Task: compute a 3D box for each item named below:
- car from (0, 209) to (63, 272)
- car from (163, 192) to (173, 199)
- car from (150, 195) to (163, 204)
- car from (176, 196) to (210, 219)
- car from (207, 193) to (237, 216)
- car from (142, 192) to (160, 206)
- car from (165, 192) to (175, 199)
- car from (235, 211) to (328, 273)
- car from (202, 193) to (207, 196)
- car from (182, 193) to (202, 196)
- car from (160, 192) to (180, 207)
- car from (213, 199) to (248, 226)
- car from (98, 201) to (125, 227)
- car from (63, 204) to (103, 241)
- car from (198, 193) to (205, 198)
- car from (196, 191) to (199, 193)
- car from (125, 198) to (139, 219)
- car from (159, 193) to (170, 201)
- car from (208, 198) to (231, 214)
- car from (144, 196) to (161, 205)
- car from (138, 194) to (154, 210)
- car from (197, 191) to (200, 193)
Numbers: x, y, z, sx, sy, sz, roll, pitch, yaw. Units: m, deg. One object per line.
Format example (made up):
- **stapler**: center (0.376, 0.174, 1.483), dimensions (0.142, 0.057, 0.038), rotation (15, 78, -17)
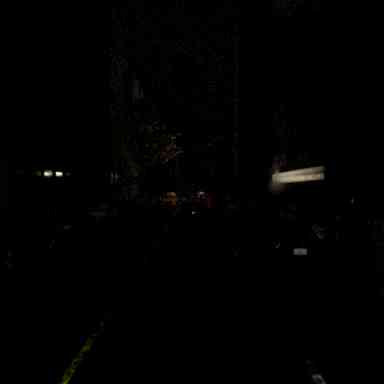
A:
- **car**: center (-5.861, 1.362, 10.247), dimensions (1.967, 1.590, 4.097), rotation (0, 0, 0)
- **car**: center (-5.898, 0.830, 83.560), dimensions (2.192, 1.841, 5.009), rotation (0, 0, 0)
- **car**: center (-5.884, 1.218, 55.363), dimensions (1.802, 1.307, 4.206), rotation (0, 0, 0)
- **car**: center (0.087, 1.303, 26.874), dimensions (2.128, 1.511, 4.902), rotation (0, 0, 0)
- **car**: center (2.656, 1.125, 27.163), dimensions (2.192, 1.841, 5.009), rotation (0, 0, 0)
- **car**: center (-5.878, 1.019, 44.083), dimensions (2.192, 1.841, 5.009), rotation (0, 0, 0)
- **car**: center (-5.901, 0.808, 89.199), dimensions (2.192, 1.841, 5.009), rotation (0, 0, 0)
- **car**: center (2.664, 1.489, 10.247), dimensions (1.947, 1.339, 4.313), rotation (0, 0, 0)
- **car**: center (2.650, 1.055, 38.439), dimensions (2.192, 1.841, 5.009), rotation (0, 0, 0)
- **car**: center (0.081, 1.210, 42.227), dimensions (2.128, 1.511, 4.902), rotation (0, 1, 0)
- **car**: center (-3.109, 1.170, 46.090), dimensions (1.882, 1.535, 5.008), rotation (0, 1, 0)
- **car**: center (2.658, 1.391, 21.525), dimensions (1.887, 1.381, 4.507), rotation (0, 0, 0)
- **car**: center (-5.867, 1.371, 21.356), dimensions (1.752, 1.417, 4.829), rotation (0, 0, 0)
- **car**: center (-5.864, 1.465, 15.888), dimensions (1.802, 1.307, 4.206), rotation (0, 0, 0)
- **car**: center (2.622, 1.039, 94.829), dimensions (1.947, 1.339, 4.313), rotation (0, 0, 0)
- **car**: center (2.628, 0.957, 83.550), dimensions (1.967, 1.590, 4.097), rotation (0, 0, 0)
- **car**: center (-5.870, 1.375, 27.167), dimensions (1.947, 1.339, 4.313), rotation (0, 0, 0)
- **car**: center (-5.893, 1.002, 72.281), dimensions (1.967, 1.590, 4.097), rotation (0, 0, 0)
- **car**: center (2.653, 1.341, 32.802), dimensions (1.947, 1.339, 4.313), rotation (0, 0, 0)
- **car**: center (-5.881, 1.235, 49.725), dimensions (1.947, 1.339, 4.313), rotation (0, 0, 0)
- **car**: center (-5.876, 1.283, 38.445), dimensions (1.887, 1.381, 4.507), rotation (0, 0, 0)
- **car**: center (2.630, 1.085, 77.912), dimensions (1.887, 1.381, 4.507), rotation (0, 0, 0)
